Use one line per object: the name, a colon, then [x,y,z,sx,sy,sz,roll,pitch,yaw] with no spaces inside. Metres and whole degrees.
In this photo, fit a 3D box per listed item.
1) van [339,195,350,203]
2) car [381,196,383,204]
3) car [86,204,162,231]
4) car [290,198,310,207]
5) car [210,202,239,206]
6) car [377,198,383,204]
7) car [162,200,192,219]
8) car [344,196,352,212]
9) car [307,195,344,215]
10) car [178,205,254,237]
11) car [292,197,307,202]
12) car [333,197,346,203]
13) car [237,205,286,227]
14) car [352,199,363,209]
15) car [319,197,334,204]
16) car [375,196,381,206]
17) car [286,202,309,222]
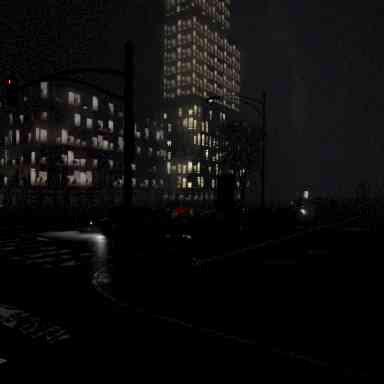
van: [38.101,1.706,82.976,1.690,1.788,3.998,1,0,36]
car: [41.545,1.784,73.533,2.192,1.841,5.009,1,0,36]
car: [-4.375,1.549,21.112,1.837,1.490,4.892,1,0,36]
car: [18.209,1.727,56.050,1.752,1.417,4.829,1,0,36]
car: [2.916,1.579,30.979,1.882,1.535,5.008,1,1,36]
car: [44.840,2.047,77.999,2.008,1.369,4.403,1,0,36]
car: [-1.581,1.481,29.474,1.967,1.590,4.097,1,0,36]
car: [18.498,1.720,42.251,1.967,1.590,4.097,1,0,36]
car: [15.228,1.569,37.765,2.192,1.841,5.009,1,0,36]
car: [1.479,1.696,19.081,2.008,1.369,4.403,1,0,36]
car: [16.031,1.557,48.570,2.097,1.767,4.553,1,1,37]
car: [34.700,1.862,78.375,1.752,1.417,4.829,1,0,36]
car: [4.737,1.737,23.490,1.947,1.339,4.313,1,0,36]
car: [25.052,1.773,51.209,1.967,1.590,4.097,1,0,36]
car: [28.205,1.849,69.581,1.947,1.339,4.313,1,0,36]
car: [35.047,1.940,64.741,1.752,1.417,4.829,1,0,36]
car: [7.992,1.779,27.899,1.802,1.307,4.206,1,0,36]
